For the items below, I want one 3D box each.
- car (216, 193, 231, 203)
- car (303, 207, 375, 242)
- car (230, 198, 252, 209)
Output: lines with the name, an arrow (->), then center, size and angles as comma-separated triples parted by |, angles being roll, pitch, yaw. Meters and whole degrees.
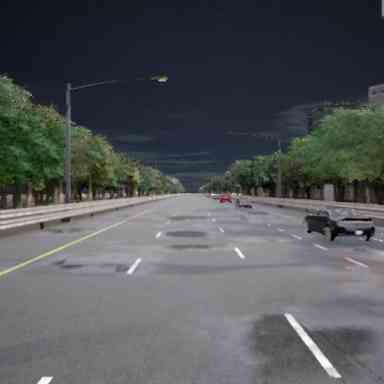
car -> 7.015, 1.260, 70.949 | 2.150, 2.045, 5.566 | 0, 0, 0
car -> 7.001, 1.495, 16.369 | 2.128, 1.511, 4.902 | 0, 0, 0
car -> 7.003, 1.560, 45.939 | 2.033, 1.411, 5.357 | 0, 0, 0
